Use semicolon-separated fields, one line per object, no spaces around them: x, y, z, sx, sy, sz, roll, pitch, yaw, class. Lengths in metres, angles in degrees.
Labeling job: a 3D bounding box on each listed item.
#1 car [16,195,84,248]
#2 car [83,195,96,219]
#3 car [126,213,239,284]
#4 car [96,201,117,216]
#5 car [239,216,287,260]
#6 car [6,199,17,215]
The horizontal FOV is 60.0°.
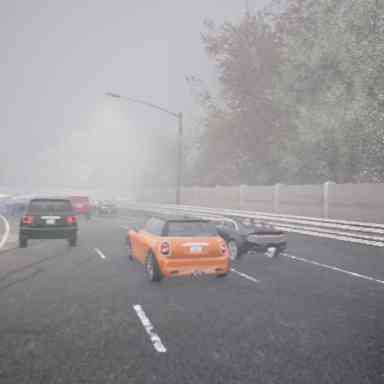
-6.478;1.207;14.982;2.150;2.045;5.566;2;-1;-25;car
-10.612;1.258;29.405;2.150;2.045;5.566;2;-1;-33;car
-0.668;1.461;10.293;2.097;1.767;4.553;2;-1;-21;car
-9.074;1.629;33.641;2.128;1.511;4.902;2;-1;-31;car
1.732;1.715;13.406;2.128;1.511;4.902;2;-1;-23;car
-16.418;1.361;31.653;1.882;1.535;5.008;2;-1;-35;car
